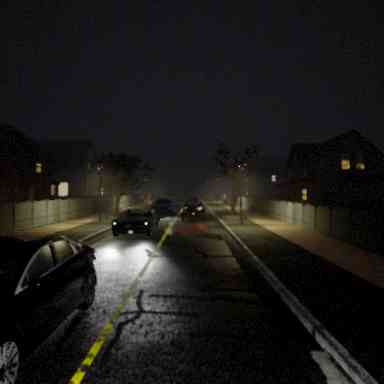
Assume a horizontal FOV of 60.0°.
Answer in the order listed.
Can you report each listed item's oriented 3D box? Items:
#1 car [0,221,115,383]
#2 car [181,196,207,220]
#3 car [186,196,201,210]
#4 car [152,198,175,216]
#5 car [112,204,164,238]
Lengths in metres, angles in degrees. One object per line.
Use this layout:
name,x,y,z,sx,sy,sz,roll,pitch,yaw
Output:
car,-2.837,1.457,4.925,2.128,1.511,4.902,0,0,0
car,0.140,1.348,26.286,2.128,1.511,4.902,0,0,1
car,0.198,1.315,41.911,1.837,1.490,4.892,0,1,1
car,-2.653,1.314,31.084,1.882,1.535,5.008,0,0,0
car,-2.785,1.495,17.274,1.895,1.301,4.718,0,0,0
